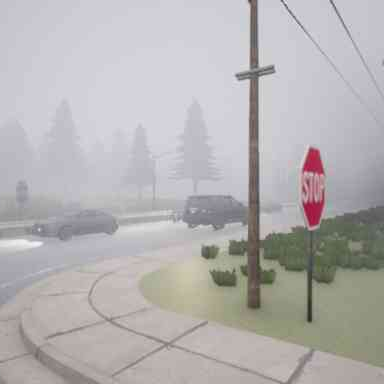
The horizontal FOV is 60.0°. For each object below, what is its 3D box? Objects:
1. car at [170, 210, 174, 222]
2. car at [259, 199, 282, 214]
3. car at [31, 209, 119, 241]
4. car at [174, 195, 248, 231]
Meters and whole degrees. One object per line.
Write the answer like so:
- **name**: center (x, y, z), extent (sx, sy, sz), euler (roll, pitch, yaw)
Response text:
- **car**: center (0.357, 1.465, 24.920), extent (2.128, 1.511, 4.902), euler (0, 0, 37)
- **car**: center (7.975, 1.500, 35.157), extent (1.812, 1.442, 4.674), euler (0, 0, 37)
- **car**: center (-5.745, 1.537, 16.700), extent (1.994, 1.385, 4.181), euler (0, 0, 37)
- **car**: center (1.704, 1.201, 20.716), extent (2.150, 2.045, 5.566), euler (0, 0, 38)
